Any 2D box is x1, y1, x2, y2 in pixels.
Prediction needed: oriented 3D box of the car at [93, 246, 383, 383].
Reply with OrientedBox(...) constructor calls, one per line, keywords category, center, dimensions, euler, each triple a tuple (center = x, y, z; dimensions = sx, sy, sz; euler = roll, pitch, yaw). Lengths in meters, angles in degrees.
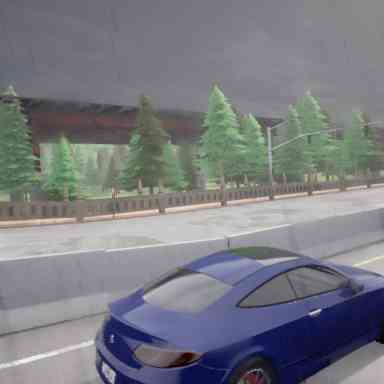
OrientedBox(category="car", center=(1.068, 1.493, 4.518), dimensions=(4.674, 1.442, 1.812), euler=(-2, 1, -36))
